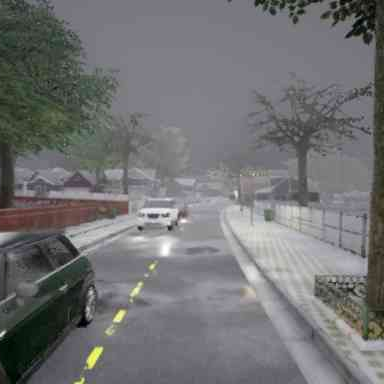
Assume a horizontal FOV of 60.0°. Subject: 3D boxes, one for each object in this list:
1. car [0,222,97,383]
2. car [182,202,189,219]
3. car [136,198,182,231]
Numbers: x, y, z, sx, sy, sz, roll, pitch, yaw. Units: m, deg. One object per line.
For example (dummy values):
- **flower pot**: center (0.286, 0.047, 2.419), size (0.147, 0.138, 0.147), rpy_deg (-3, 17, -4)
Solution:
- **car**: center (-2.782, 1.375, 4.096), size (2.097, 1.767, 4.553), rpy_deg (0, 0, 1)
- **car**: center (-1.406, 1.758, 33.131), size (1.882, 1.535, 5.008), rpy_deg (0, 0, 5)
- **car**: center (-2.137, 1.403, 22.218), size (2.150, 2.045, 5.566), rpy_deg (0, -1, 3)
